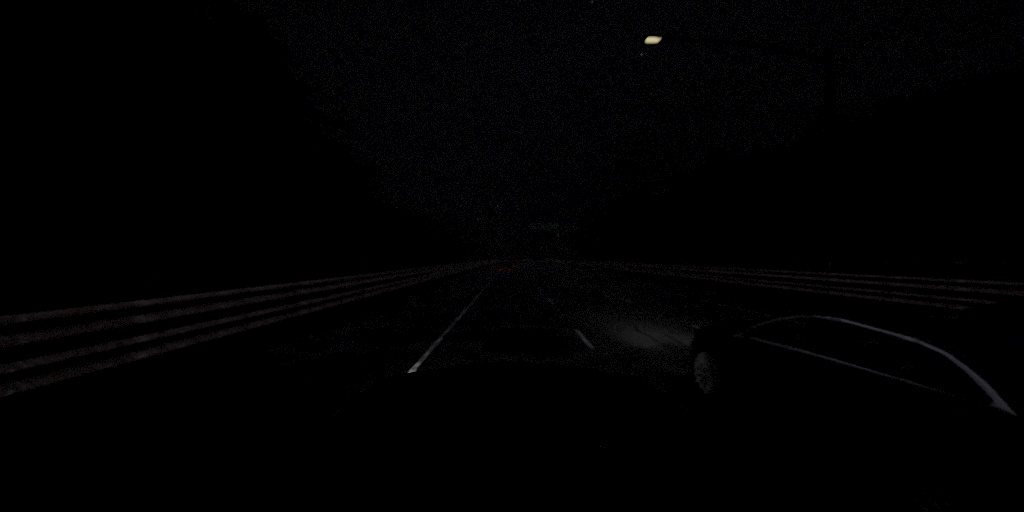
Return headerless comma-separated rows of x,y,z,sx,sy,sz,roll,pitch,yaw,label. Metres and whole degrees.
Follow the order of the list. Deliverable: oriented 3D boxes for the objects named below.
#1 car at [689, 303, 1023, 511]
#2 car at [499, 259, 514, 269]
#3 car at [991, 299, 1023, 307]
3.601,1.247,3.513,2.128,1.511,4.902,0,0,0,car
-1.218,1.307,63.839,2.097,1.767,4.553,0,0,0,car
7.102,1.284,4.680,1.812,1.442,4.674,0,0,0,car
